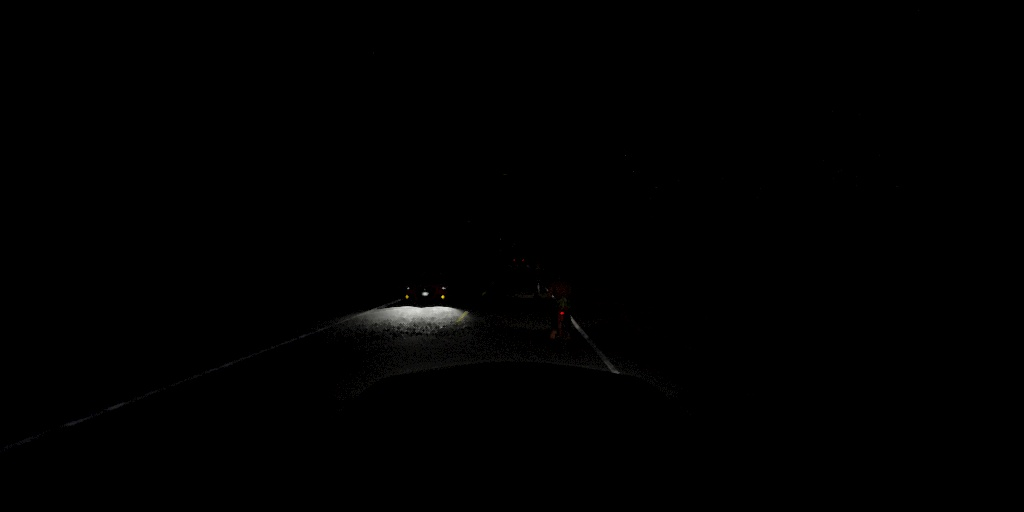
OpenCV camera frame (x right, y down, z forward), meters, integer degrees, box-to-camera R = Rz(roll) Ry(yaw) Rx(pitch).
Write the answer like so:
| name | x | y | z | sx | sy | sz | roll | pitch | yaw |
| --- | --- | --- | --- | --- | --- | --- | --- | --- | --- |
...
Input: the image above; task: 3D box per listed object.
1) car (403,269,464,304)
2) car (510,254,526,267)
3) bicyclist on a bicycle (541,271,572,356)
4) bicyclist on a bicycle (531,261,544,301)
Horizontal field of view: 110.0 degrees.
| name | x | y | z | sx | sy | sz | roll | pitch | yaw |
| --- | --- | --- | --- | --- | --- | --- | --- | --- | --- |
| car | -3.398 | 1.302 | 16.120 | 1.994 | 1.385 | 4.181 | 0 | 0 | 1 |
| car | 1.134 | 0.847 | 61.149 | 2.150 | 2.045 | 5.566 | 0 | 0 | 1 |
| bicyclist on a bicycle | 1.034 | 1.199 | 7.663 | 0.582 | 1.620 | 1.656 | 0 | 0 | 1 |
| bicyclist on a bicycle | 1.174 | 1.110 | 16.362 | 0.659 | 1.776 | 1.843 | 0 | 0 | 1 |
